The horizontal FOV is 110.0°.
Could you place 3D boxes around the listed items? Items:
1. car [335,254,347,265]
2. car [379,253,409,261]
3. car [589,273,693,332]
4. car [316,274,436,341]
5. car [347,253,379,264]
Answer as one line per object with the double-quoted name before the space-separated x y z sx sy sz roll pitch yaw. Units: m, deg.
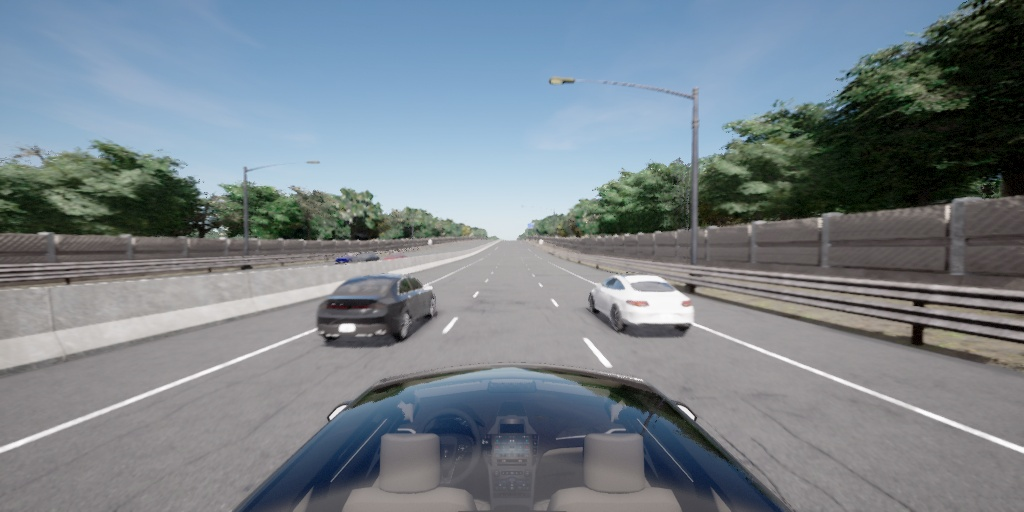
"car" -21.048 0.417 46.519 1.895 1.301 4.718 0 2 1
"car" -14.066 0.376 43.787 1.882 1.535 5.008 0 2 0
"car" 3.599 1.241 10.652 1.812 1.442 4.674 0 1 0
"car" -3.401 1.228 9.830 1.837 1.490 4.892 0 0 0
"car" -17.560 0.390 43.336 1.882 1.535 5.008 0 2 0
